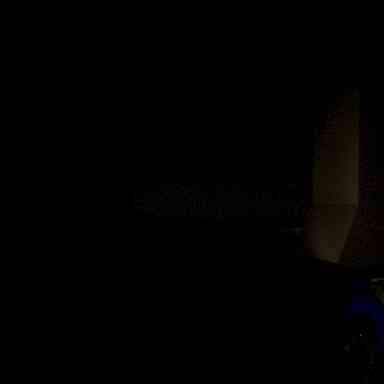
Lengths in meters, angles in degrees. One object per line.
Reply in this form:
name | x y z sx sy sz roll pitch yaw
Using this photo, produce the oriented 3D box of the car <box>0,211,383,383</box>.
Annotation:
car | -0.312 1.225 3.382 5.566 2.045 2.150 0 0 -34
